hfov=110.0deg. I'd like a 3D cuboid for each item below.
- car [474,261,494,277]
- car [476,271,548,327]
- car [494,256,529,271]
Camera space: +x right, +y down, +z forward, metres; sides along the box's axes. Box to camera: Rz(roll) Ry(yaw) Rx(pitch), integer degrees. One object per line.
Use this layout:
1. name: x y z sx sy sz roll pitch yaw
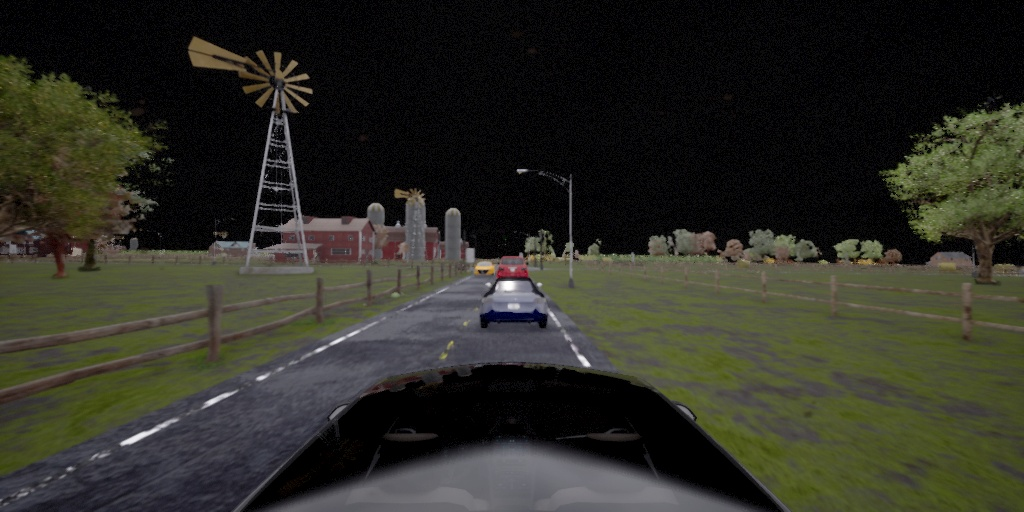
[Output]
1. car: -2.830 1.325 37.591 1.882 1.535 5.008 0 0 0
2. car: 0.062 1.338 11.633 1.994 1.385 4.181 0 0 0
3. car: 0.062 1.040 26.662 2.150 2.045 5.566 0 0 0
